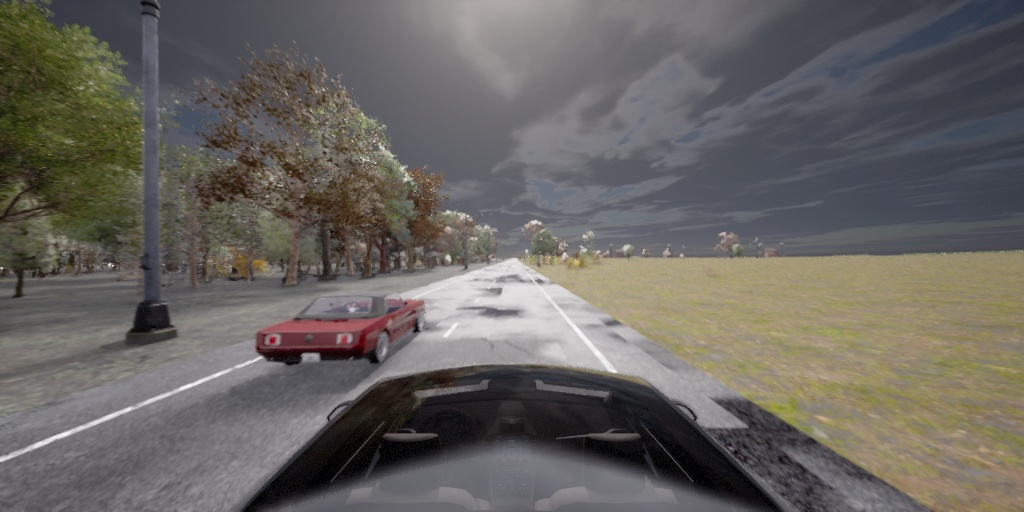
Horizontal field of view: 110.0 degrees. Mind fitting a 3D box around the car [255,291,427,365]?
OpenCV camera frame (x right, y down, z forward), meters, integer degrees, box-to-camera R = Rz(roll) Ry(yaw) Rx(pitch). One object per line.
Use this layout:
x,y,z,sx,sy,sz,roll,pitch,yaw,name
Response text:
-3.386,1.453,8.295,1.895,1.301,4.718,-1,0,0,car
